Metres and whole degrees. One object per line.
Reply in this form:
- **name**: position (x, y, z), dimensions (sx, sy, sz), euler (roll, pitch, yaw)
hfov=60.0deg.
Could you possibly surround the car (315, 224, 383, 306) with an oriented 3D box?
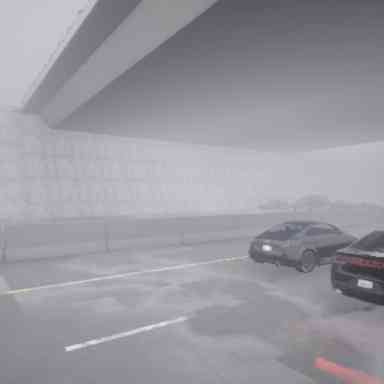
- **car**: position (5.140, 1.504, 7.413), dimensions (5.008, 1.535, 1.882), euler (0, 0, -35)

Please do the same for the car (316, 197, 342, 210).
- **car**: position (16.494, 1.594, 37.124), dimensions (4.902, 1.511, 2.128), euler (0, 0, -35)

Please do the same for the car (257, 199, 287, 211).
- **car**: position (10.522, 1.632, 41.481), dimensions (5.357, 1.411, 2.033), euler (0, 0, -35)

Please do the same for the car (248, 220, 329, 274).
- **car**: position (3.808, 1.590, 10.758), dimensions (4.181, 1.385, 1.994), euler (0, 0, -35)

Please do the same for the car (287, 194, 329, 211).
- **car**: position (14.407, 1.319, 39.934), dimensions (5.566, 2.045, 2.150), euler (0, 0, -35)

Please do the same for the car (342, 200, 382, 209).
- **car**: position (17.460, 1.666, 33.525), dimensions (4.181, 1.385, 1.994), euler (0, 0, -35)
